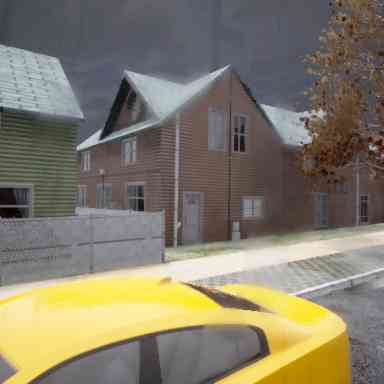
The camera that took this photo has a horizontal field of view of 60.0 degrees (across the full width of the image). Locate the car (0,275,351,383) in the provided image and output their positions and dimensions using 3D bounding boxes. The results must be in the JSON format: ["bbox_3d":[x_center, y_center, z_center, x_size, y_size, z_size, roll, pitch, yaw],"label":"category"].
[{"bbox_3d":[-0.895,1.478,2.311,5.008,1.535,1.882,0,0,-36],"label":"car"}]
